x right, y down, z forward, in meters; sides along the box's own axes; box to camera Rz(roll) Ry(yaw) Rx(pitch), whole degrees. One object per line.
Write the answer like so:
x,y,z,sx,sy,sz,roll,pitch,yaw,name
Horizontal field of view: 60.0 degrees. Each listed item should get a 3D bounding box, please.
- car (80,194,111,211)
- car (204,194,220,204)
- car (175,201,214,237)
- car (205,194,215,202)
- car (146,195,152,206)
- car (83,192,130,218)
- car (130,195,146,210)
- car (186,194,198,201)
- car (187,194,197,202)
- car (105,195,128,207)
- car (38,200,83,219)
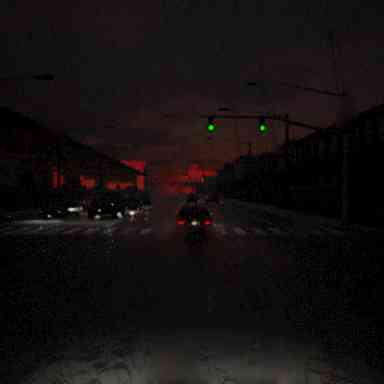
-10.516,1.119,36.733,2.097,1.767,4.553,0,0,0,car
3.517,1.209,55.501,1.994,1.385,4.181,0,0,0,car
0.105,1.437,17.316,2.033,1.411,5.357,0,0,0,car
3.518,1.111,65.441,1.812,1.442,4.674,0,0,0,car
-6.987,1.196,48.718,1.837,1.490,4.892,0,0,0,car
-7.080,1.042,28.211,2.150,2.045,5.566,0,0,0,car
-7.001,1.304,38.455,2.033,1.411,5.357,0,0,0,car
0.015,1.200,54.899,2.033,1.411,5.357,0,0,0,car
0.018,1.090,65.450,1.837,1.490,4.892,0,0,0,car
-10.487,1.195,46.759,2.128,1.511,4.902,0,0,0,car
-10.577,1.374,27.340,2.033,1.411,5.357,0,0,0,car
